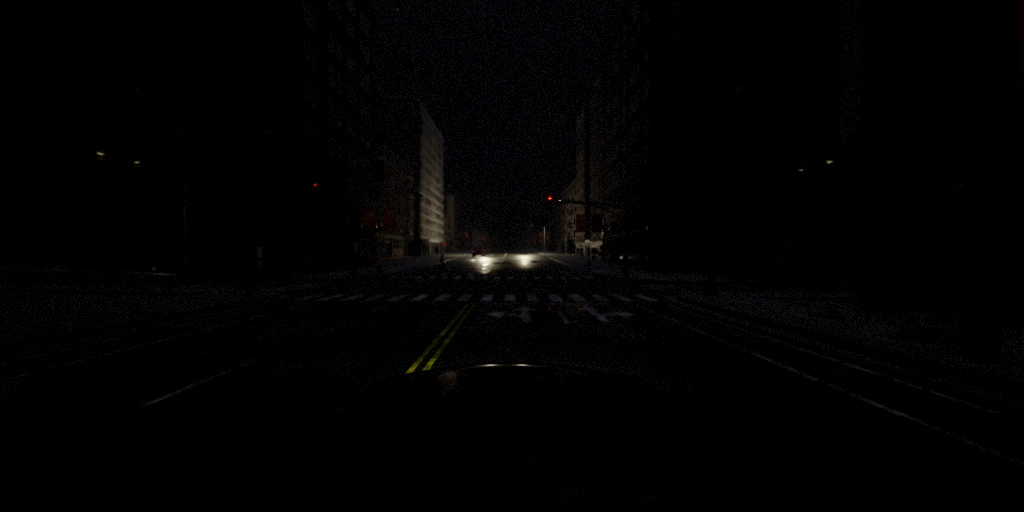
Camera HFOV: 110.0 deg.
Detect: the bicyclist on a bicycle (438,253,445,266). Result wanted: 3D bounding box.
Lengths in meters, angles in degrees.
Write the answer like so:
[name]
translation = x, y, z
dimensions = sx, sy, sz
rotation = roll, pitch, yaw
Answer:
[bicyclist on a bicycle]
translation = -8.813, 0.420, 45.083
dimensions = 0.866, 1.612, 1.509
rotation = 0, 2, -1
